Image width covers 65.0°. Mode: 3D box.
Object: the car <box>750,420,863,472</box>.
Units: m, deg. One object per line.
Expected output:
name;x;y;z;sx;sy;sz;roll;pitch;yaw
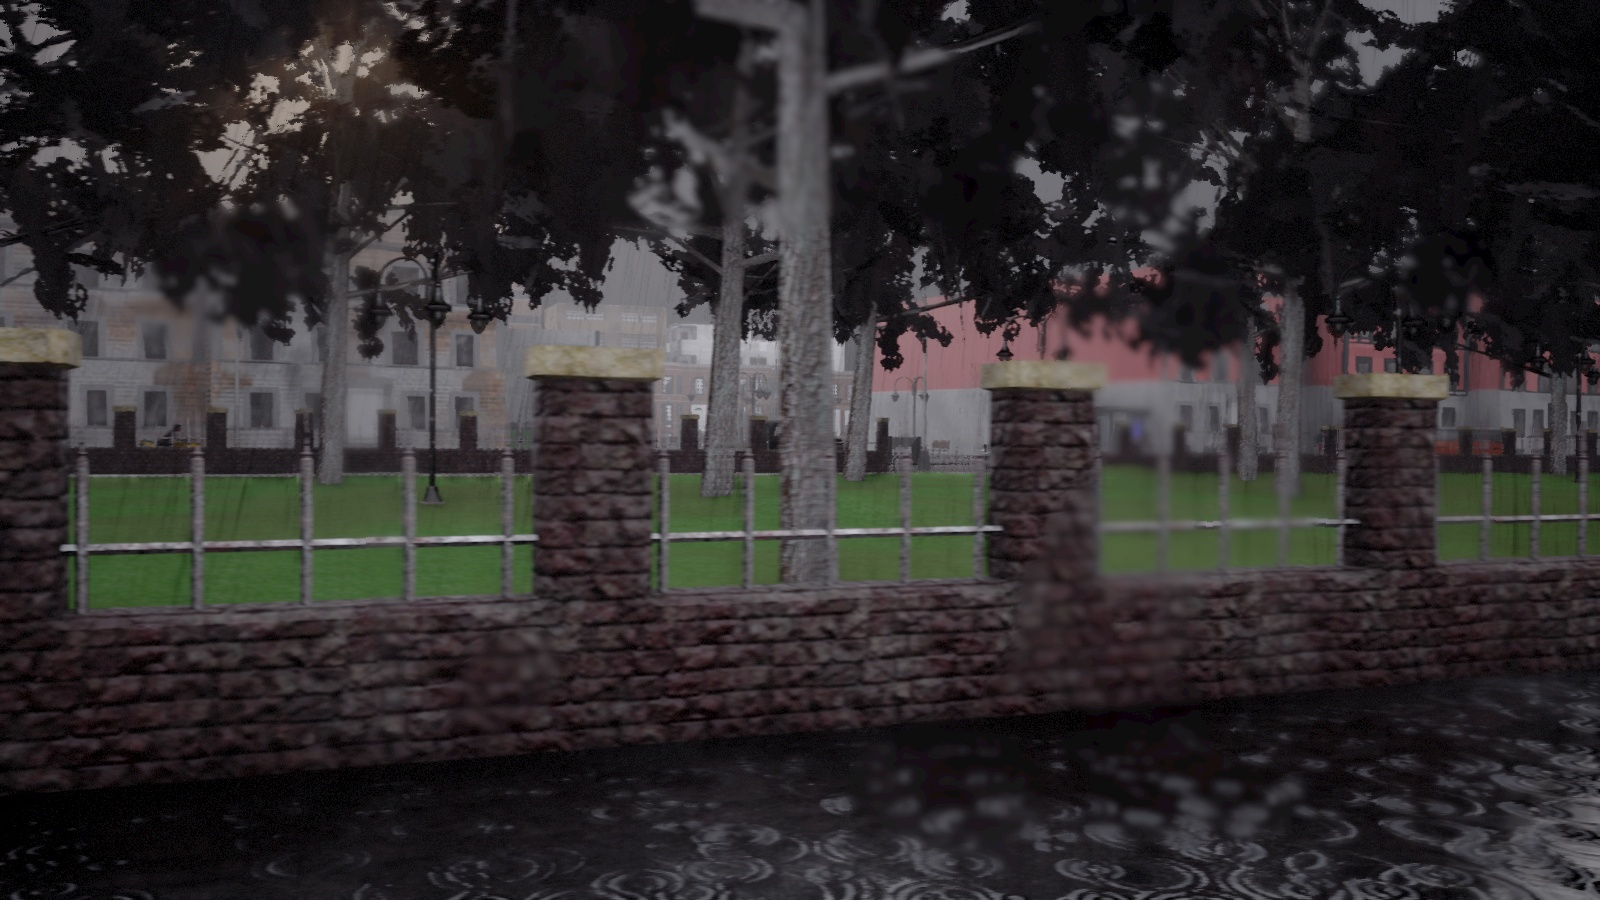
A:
car;0.227;-0.189;48.025;3.866;1.878;1.905;-1;1;-21

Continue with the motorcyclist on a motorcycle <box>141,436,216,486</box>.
motorcyclist on a motorcycle;-19.945;0.339;40.345;2.044;1.523;0.797;-1;1;-21

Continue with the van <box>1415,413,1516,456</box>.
van;31.822;-0.770;60.033;4.442;1.987;1.775;-1;1;-20
